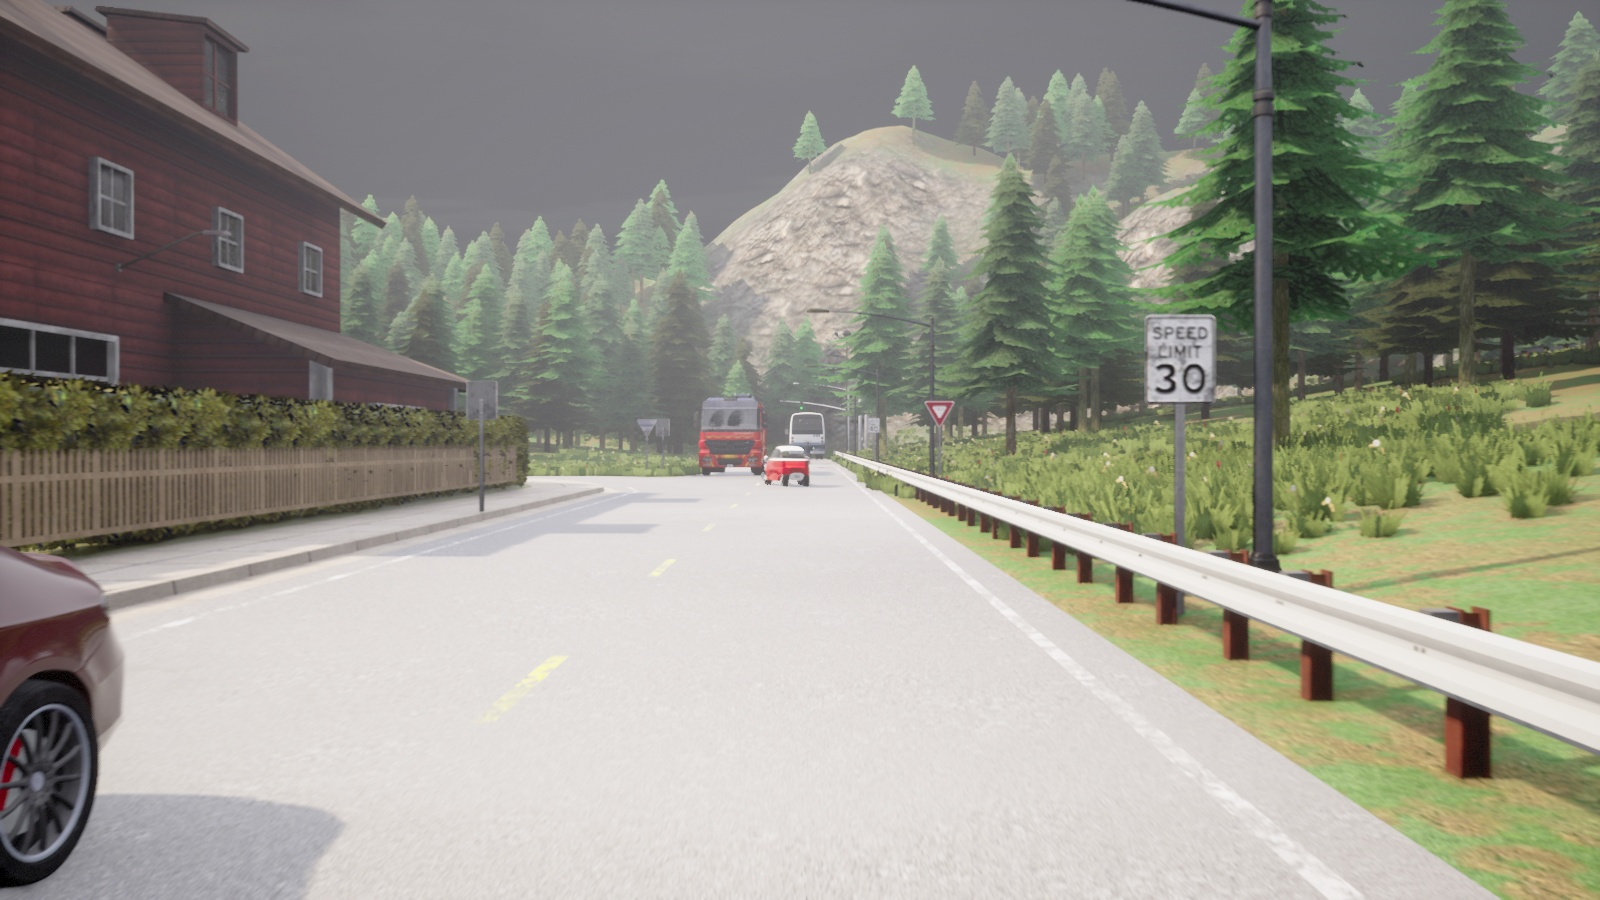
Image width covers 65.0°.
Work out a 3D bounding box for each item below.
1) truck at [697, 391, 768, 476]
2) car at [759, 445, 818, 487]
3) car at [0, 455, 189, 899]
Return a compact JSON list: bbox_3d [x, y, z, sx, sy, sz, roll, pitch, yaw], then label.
[{"bbox_3d":[-3.140,-0.760,60.474,2.891,3.827,8.468,0,0,0],"label":"truck"},{"bbox_3d":[-0.418,0.536,43.163,1.481,1.376,2.207,1,1,-15],"label":"car"},{"bbox_3d":[-3.468,0.753,2.907,1.812,1.442,4.674,0,0,0],"label":"car"}]
